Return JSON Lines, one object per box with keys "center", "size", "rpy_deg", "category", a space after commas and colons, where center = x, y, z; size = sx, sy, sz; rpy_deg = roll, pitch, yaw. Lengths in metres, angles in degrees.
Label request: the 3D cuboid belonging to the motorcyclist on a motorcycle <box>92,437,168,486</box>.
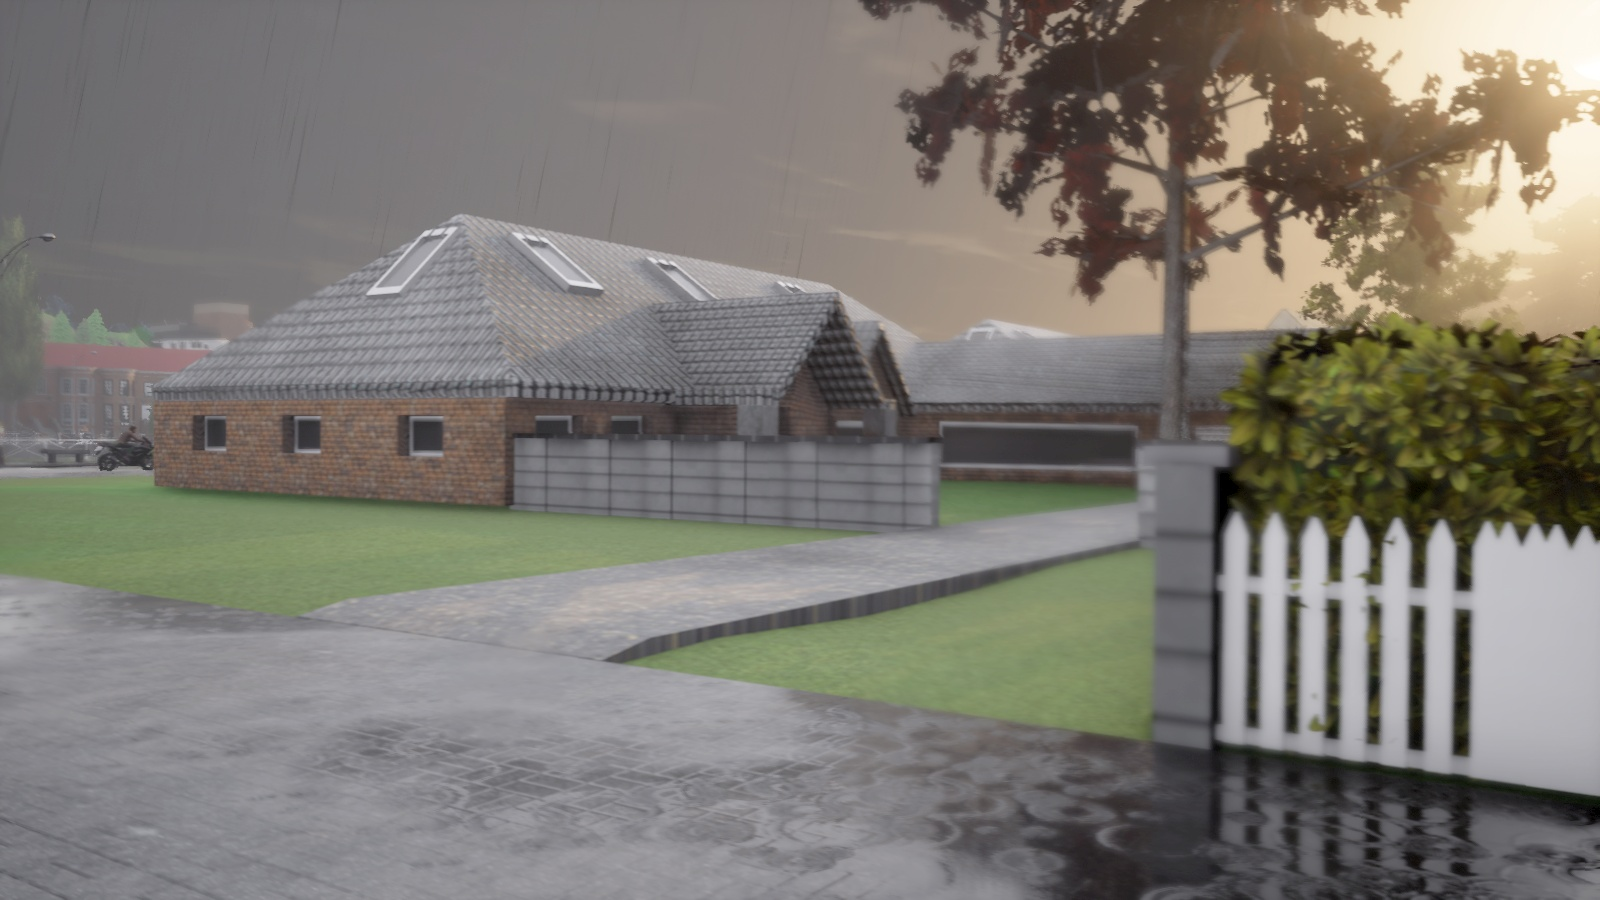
{"center": [-21.820, 0.353, 40.946], "size": [0.797, 1.523, 2.044], "rpy_deg": [0, 1, 34], "category": "motorcyclist on a motorcycle"}
